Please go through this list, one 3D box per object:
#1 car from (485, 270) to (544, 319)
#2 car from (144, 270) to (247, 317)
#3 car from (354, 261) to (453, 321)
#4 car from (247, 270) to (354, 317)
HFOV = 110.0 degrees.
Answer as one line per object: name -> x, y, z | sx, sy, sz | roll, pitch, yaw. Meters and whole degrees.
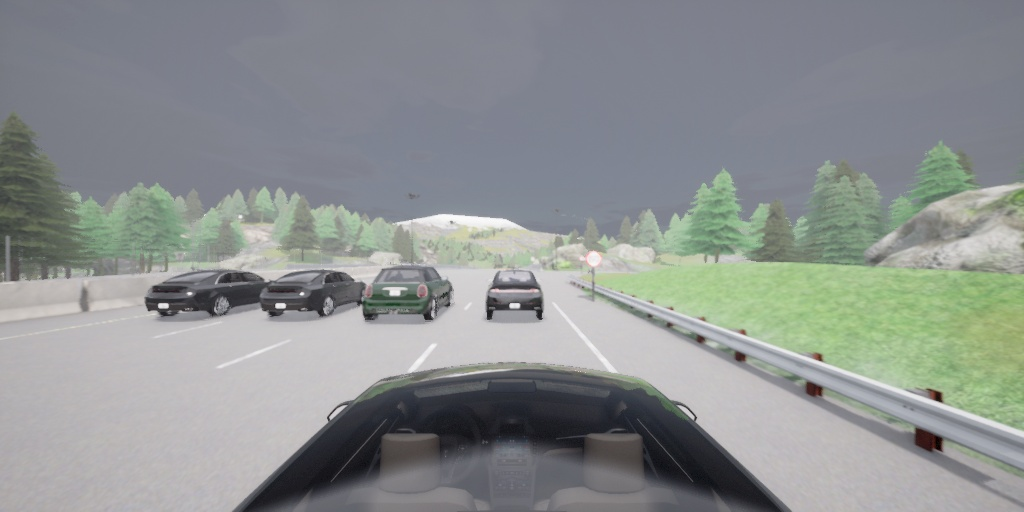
car -> 0.089, 1.240, 12.846 | 2.128, 1.511, 4.902 | 0, 0, 0
car -> -10.412, 1.247, 13.139 | 1.837, 1.490, 4.892 | 0, 0, 0
car -> -3.413, 1.097, 12.594 | 2.097, 1.767, 4.553 | 0, 0, 0
car -> -6.911, 1.248, 13.142 | 1.837, 1.490, 4.892 | 0, 0, 0
